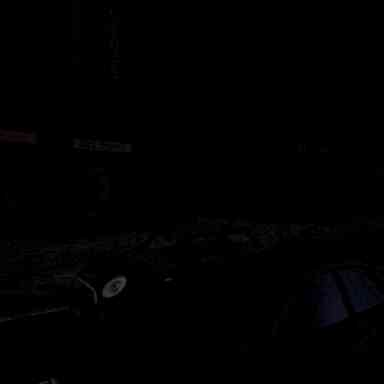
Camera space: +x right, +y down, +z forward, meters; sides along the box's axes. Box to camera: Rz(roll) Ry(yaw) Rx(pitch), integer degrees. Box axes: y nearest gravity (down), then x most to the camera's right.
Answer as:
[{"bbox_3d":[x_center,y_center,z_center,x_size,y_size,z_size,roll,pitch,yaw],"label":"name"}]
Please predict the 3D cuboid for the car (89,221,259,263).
[{"bbox_3d":[-0.244,1.438,6.588,4.097,1.590,1.967,0,1,-36],"label":"car"}]

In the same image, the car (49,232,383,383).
[{"bbox_3d":[1.184,1.545,4.229,5.357,1.411,2.033,0,0,-36],"label":"car"}]

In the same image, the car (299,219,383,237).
[{"bbox_3d":[4.329,1.538,9.864,4.507,1.381,1.887,0,1,-36],"label":"car"}]
